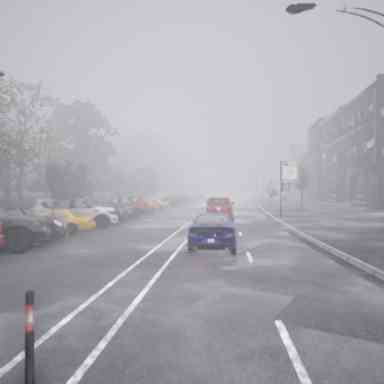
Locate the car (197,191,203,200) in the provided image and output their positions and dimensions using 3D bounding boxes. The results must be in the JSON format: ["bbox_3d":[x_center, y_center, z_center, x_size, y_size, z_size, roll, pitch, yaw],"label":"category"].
[{"bbox_3d":[-0.802,1.072,72.274,4.892,1.521,2.231,-1,0,-10],"label":"car"}]

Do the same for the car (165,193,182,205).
[{"bbox_3d":[-4.534,1.416,48.803,5.008,1.535,2.097,-1,0,-12],"label":"car"}]

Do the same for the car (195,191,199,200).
[{"bbox_3d":[-1.766,1.181,66.418,4.792,1.488,2.163,-1,0,-11],"label":"car"}]

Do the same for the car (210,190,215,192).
[{"bbox_3d":[2.683,0.843,89.815,5.366,1.575,1.946,-1,0,-9],"label":"car"}]

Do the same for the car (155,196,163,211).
[{"bbox_3d":[-6.109,1.598,37.019,5.008,1.535,2.097,-1,1,-13],"label":"car"}]

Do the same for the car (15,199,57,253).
[{"bbox_3d":[-8.700,1.375,13.389,5.566,2.045,2.435,-1,-1,-15],"label":"car"}]

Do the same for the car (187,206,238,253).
[{"bbox_3d":[0.944,1.622,14.479,1.882,1.535,5.008,0,0,6],"label":"car"}]

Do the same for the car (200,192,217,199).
[{"bbox_3d":[3.319,1.193,64.835,1.812,1.442,4.674,0,1,10],"label":"car"}]

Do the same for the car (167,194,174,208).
[{"bbox_3d":[-5.524,1.508,42.871,5.366,1.575,1.946,-1,1,-12],"label":"car"}]

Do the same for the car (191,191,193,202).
[{"bbox_3d":[-2.723,1.111,60.546,4.553,1.767,2.185,-1,1,-11],"label":"car"}]

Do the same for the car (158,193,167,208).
[{"bbox_3d":[-5.765,1.428,39.964,4.553,1.767,2.185,-1,0,-13],"label":"car"}]

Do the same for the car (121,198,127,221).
[{"bbox_3d":[-7.487,1.567,25.214,4.553,1.767,2.185,-1,0,-14],"label":"car"}]

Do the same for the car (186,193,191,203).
[{"bbox_3d":[-3.222,1.280,57.617,5.008,1.535,2.097,-1,0,-11],"label":"car"}]

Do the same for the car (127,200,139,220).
[{"bbox_3d":[-7.210,1.715,28.152,4.792,1.488,2.163,-1,0,-14],"label":"car"}]

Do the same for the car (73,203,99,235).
[{"bbox_3d":[-8.323,1.677,19.233,5.366,1.575,1.946,-1,0,-14],"label":"car"}]

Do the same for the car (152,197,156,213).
[{"bbox_3d":[-6.490,1.639,34.074,4.892,1.521,2.231,-1,0,-13],"label":"car"}]

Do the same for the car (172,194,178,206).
[{"bbox_3d":[-4.933,1.461,45.853,5.008,1.535,2.097,-1,1,-12],"label":"car"}]

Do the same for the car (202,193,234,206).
[{"bbox_3d":[2.325,1.405,27.755,2.150,2.045,5.566,0,1,7],"label":"car"}]

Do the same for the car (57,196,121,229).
[{"bbox_3d":[-7.812,1.439,22.262,5.566,2.045,2.435,-1,-1,-14],"label":"car"}]

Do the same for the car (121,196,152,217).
[{"bbox_3d":[-6.869,1.415,31.105,5.566,2.045,2.435,-1,1,-13],"label":"car"}]

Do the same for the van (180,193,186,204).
[{"bbox_3d":[-3.782,1.101,54.644,4.442,1.987,1.878,-1,1,-12],"label":"van"}]

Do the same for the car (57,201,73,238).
[{"bbox_3d":[-8.472,1.530,16.326,4.553,1.767,2.185,-1,-1,-15],"label":"car"}]

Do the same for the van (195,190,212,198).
[{"bbox_3d":[3.200,0.588,92.716,4.442,1.987,1.878,-1,0,-9],"label":"van"}]

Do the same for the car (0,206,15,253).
[{"bbox_3d":[-9.027,1.347,10.405,5.566,2.045,2.435,-1,0,-15],"label":"car"}]

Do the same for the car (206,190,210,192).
[{"bbox_3d":[0.767,0.706,81.026,5.566,2.045,2.435,-1,1,-10],"label":"car"}]

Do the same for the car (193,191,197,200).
[{"bbox_3d":[-2.275,1.194,63.478,5.008,1.535,2.097,-1,1,-11],"label":"car"}]
